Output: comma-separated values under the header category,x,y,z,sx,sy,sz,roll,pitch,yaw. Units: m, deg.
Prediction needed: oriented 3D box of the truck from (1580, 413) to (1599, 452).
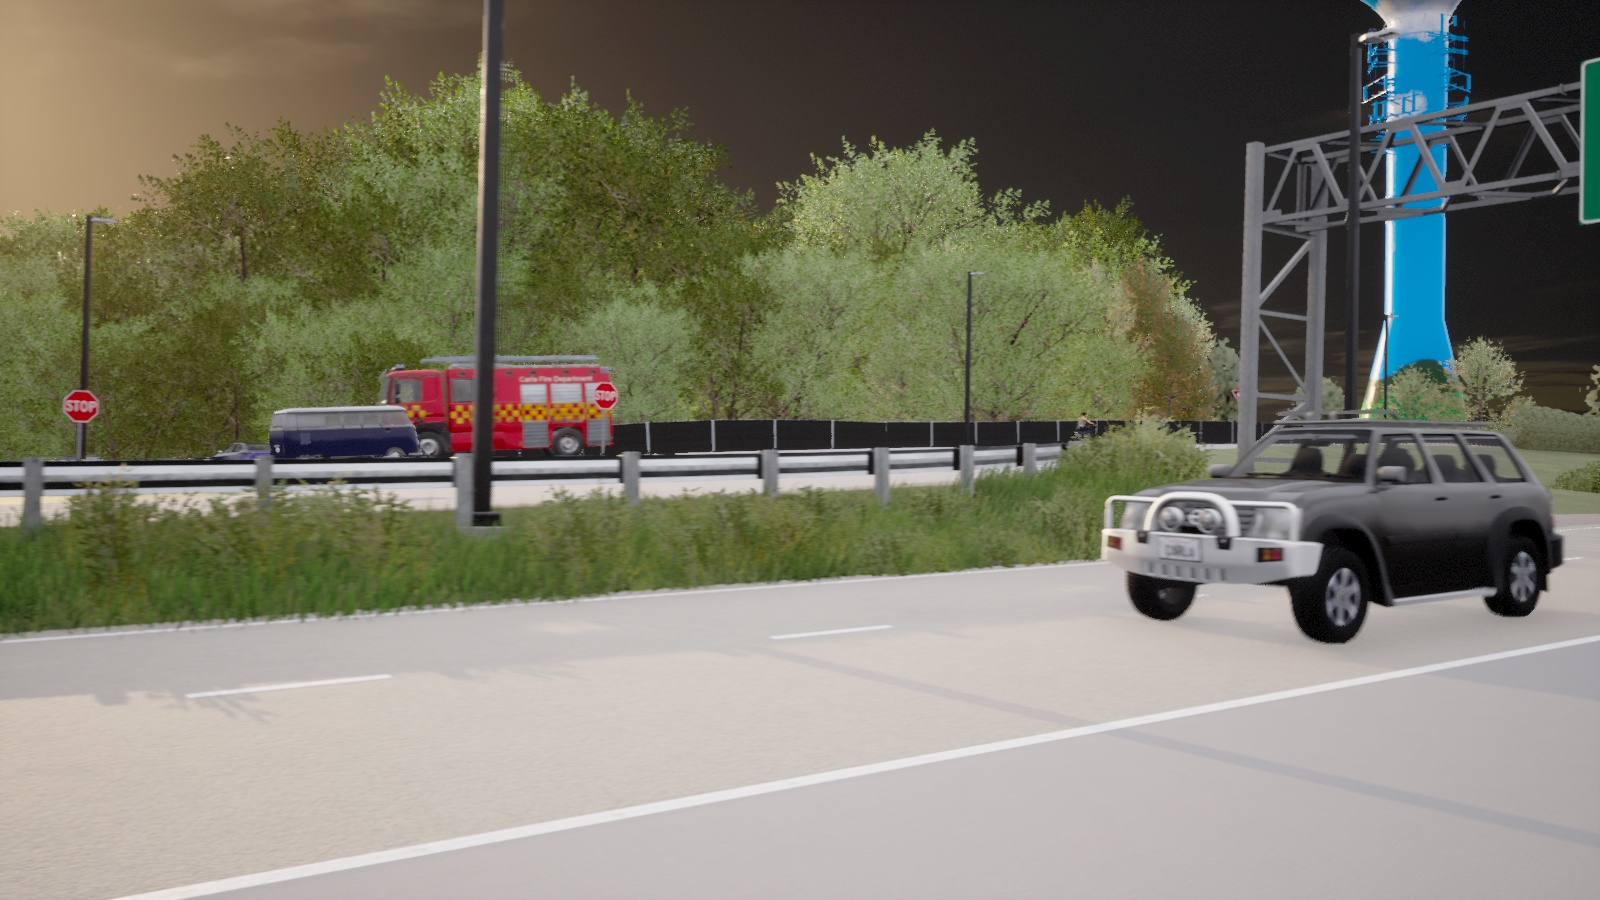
category,x,y,z,sx,sy,sz,roll,pitch,yaw
truck,53.900,-1.046,81.294,5.204,2.467,2.627,2,-1,-7

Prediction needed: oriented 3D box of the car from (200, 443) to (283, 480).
category,x,y,z,sx,sy,sz,roll,pitch,yaw
car,-24.636,0.535,55.316,4.193,1.474,1.816,-3,-3,43

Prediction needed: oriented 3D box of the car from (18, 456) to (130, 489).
category,x,y,z,sx,sy,sz,roll,pitch,yaw
car,-37.077,1.159,64.130,5.357,1.411,2.033,-3,-2,22

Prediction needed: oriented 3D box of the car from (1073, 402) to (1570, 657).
category,x,y,z,sx,sy,sz,roll,pitch,yaw
car,4.775,0.575,11.246,4.605,1.855,1.932,0,0,-35

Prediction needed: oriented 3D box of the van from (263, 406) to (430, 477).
category,x,y,z,sx,sy,sz,roll,pitch,yaw
van,-13.991,-0.298,38.868,4.442,1.987,1.775,-3,2,-40

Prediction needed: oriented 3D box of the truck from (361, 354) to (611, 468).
category,x,y,z,sx,sy,sz,roll,pitch,yaw
truck,-11.600,-1.440,46.502,8.468,3.827,2.891,-3,0,-23
